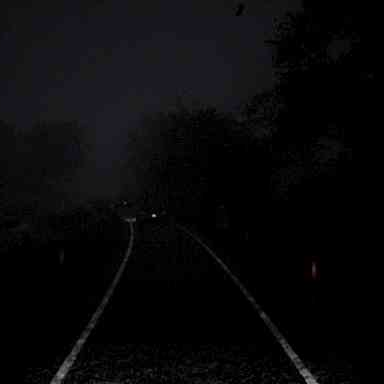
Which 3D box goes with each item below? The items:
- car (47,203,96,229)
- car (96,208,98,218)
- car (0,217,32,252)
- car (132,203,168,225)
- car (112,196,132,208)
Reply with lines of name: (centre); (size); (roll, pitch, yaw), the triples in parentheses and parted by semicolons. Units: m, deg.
car: (-8.681, 1.691, 23.732); (2.097, 1.535, 5.008); (-1, 0, -3)
car: (-9.541, 1.745, 29.815); (2.002, 1.452, 4.674); (1, 0, -9)
car: (-8.063, 1.756, 13.215); (2.002, 1.452, 4.674); (0, 0, -1)
car: (-2.910, 1.510, 23.523); (1.994, 1.385, 4.181); (-1, 0, -13)
car: (-8.738, 1.227, 41.548); (1.994, 1.385, 4.181); (-1, 2, -22)
